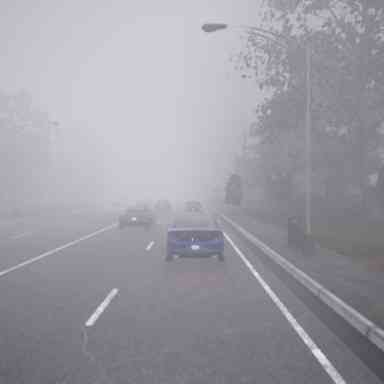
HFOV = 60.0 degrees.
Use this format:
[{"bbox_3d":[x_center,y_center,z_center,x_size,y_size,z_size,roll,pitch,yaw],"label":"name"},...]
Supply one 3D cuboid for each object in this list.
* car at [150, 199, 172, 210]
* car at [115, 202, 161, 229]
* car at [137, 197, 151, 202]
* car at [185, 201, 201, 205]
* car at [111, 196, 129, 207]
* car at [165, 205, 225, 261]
[{"bbox_3d":[-3.401,1.530,39.318,1.994,1.385,4.181,0,0,0],"label":"car"},{"bbox_3d":[-3.401,1.554,21.529,1.994,1.385,4.181,0,0,0],"label":"car"},{"bbox_3d":[-7.069,1.451,49.250,1.812,1.442,4.674,0,0,0],"label":"car"},{"bbox_3d":[0.099,1.530,30.902,2.033,1.411,5.357,0,0,0],"label":"car"},{"bbox_3d":[-10.569,1.403,49.270,1.882,1.535,5.008,0,0,0],"label":"car"},{"bbox_3d":[0.101,1.471,12.273,1.882,1.535,5.008,0,0,0],"label":"car"}]
